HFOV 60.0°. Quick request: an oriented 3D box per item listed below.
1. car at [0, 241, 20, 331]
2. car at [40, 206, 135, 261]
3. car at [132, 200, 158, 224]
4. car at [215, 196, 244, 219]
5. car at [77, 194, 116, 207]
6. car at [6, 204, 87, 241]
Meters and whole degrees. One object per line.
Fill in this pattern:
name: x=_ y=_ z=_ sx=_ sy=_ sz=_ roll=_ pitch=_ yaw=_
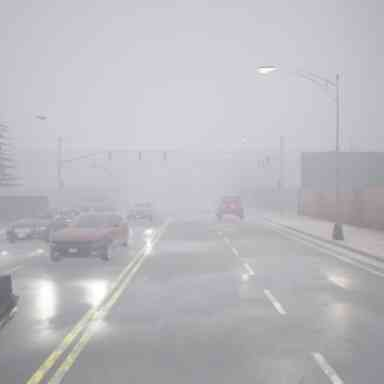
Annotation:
car: x=-3.612 y=1.566 z=2.893 sx=2.033 sy=1.411 sz=5.357 roll=0 pitch=0 yaw=0
car: x=-3.670 y=1.535 z=12.700 sx=1.882 sy=1.535 sz=5.008 roll=0 pitch=0 yaw=0
car: x=-3.667 y=1.410 z=24.964 sx=1.837 sy=1.490 sz=4.892 roll=0 pitch=0 yaw=0
car: x=3.325 y=1.332 z=30.050 sx=2.150 sy=2.045 sz=5.566 roll=0 pitch=0 yaw=0
car: x=-7.168 y=1.142 z=24.910 sx=2.150 sy=2.045 sz=5.566 roll=0 pitch=0 yaw=0
car: x=-7.187 y=1.570 z=16.456 sx=2.128 sy=1.511 sz=4.902 roll=0 pitch=0 yaw=0
